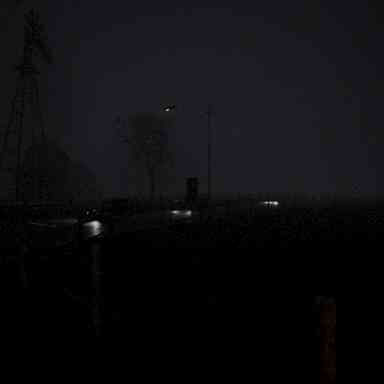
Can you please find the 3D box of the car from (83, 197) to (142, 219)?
[{"bbox_3d":[-6.023,1.199,25.676,1.837,1.490,4.892,1,2,35],"label":"car"}]

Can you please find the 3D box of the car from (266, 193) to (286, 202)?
[{"bbox_3d":[13.297,0.822,52.794,1.994,1.385,4.181,1,1,36],"label":"car"}]

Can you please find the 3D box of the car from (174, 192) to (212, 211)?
[{"bbox_3d":[0.189,0.904,34.437,2.097,1.767,4.553,1,1,35],"label":"car"}]
